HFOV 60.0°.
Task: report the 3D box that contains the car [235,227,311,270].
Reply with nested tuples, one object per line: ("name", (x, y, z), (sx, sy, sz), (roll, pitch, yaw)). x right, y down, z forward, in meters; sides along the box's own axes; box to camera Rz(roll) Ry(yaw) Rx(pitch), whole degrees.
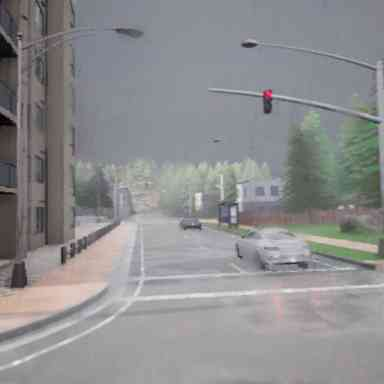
("car", (3.086, 2.155, 13.383), (1.812, 1.442, 4.674), (-2, -3, -7))

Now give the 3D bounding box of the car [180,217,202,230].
("car", (-0.209, 3.433, 36.682), (1.994, 1.385, 4.181), (-1, -3, -9))
